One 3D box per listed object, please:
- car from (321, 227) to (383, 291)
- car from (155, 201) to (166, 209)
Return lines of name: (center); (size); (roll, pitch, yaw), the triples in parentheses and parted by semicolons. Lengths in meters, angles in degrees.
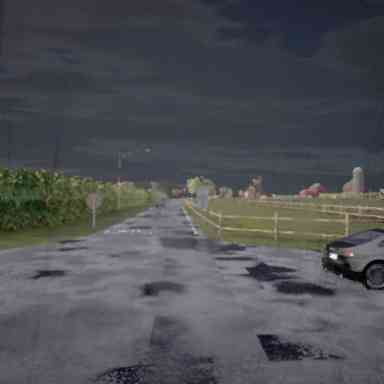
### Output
car: (5.593, 1.595, 8.571); (4.181, 1.385, 1.994); (0, -1, -3)
car: (-5.668, 2.283, 59.936); (2.033, 1.411, 5.357); (1, -1, -3)
